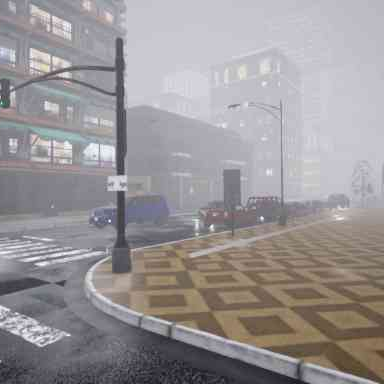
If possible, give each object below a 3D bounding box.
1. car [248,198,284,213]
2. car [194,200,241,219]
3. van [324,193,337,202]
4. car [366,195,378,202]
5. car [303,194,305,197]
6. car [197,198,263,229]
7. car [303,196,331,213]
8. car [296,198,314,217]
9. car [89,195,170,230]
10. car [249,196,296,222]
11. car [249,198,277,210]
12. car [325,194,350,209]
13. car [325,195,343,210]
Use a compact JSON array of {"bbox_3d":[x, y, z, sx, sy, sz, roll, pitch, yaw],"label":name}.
[{"bbox_3d":[8.583,1.490,38.164,2.033,1.411,5.357,-1,0,37],"label":"car"},{"bbox_3d":[2.356,1.470,29.731,1.837,1.490,4.892,-1,0,37],"label":"car"},{"bbox_3d":[29.318,1.229,70.459,1.690,1.788,3.998,-1,0,36],"label":"van"},{"bbox_3d":[35.662,1.334,65.782,1.887,1.381,4.507,-1,0,36],"label":"car"},{"bbox_3d":[22.581,1.440,61.318,1.752,1.417,4.829,-1,0,36],"label":"car"},{"bbox_3d":[2.470,1.353,20.765,1.967,1.590,4.097,-1,0,36],"label":"car"},{"bbox_3d":[12.428,1.421,34.270,1.887,1.381,4.507,-1,0,36],"label":"car"},{"bbox_3d":[9.109,1.471,29.768,1.802,1.307,4.206,-1,0,36],"label":"car"},{"bbox_3d":[-3.823,1.209,21.321,2.150,2.045,5.566,-1,0,38],"label":"car"},{"bbox_3d":[5.787,1.216,25.268,2.192,1.841,5.009,-1,0,36],"label":"car"},{"bbox_3d":[9.304,1.489,43.311,1.752,1.417,4.829,-1,0,36],"label":"car"},{"bbox_3d":[19.064,1.167,43.274,2.192,1.841,5.009,-1,0,36],"label":"car"},{"bbox_3d":[15.747,1.415,38.772,2.008,1.369,4.403,-1,0,36],"label":"car"}]
